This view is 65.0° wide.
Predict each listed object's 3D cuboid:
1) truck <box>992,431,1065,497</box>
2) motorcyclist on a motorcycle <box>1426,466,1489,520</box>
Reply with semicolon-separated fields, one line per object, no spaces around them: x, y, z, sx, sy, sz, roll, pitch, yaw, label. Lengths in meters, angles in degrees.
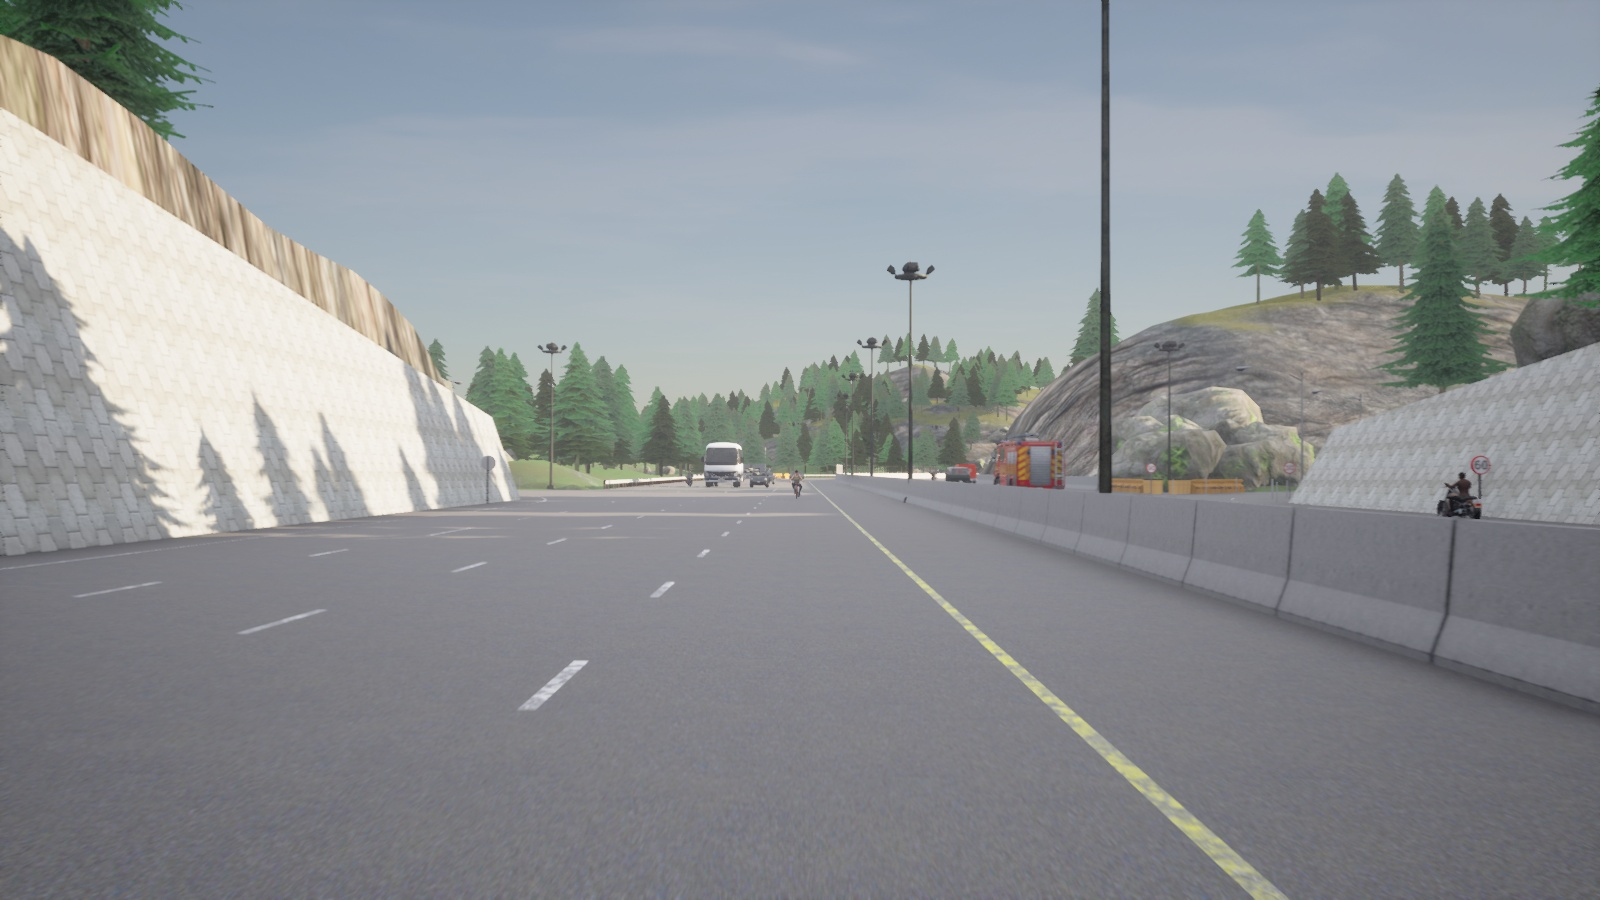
13.809;0.878;76.664;2.891;3.827;8.468;0;-1;0;truck
20.903;1.351;39.987;0.766;1.649;2.350;0;-1;0;motorcyclist on a motorcycle
